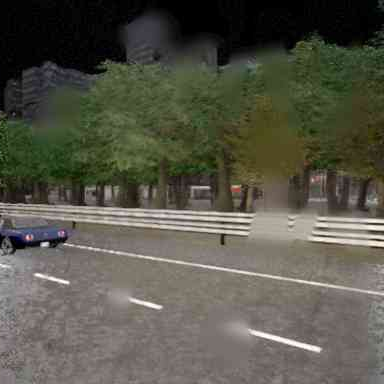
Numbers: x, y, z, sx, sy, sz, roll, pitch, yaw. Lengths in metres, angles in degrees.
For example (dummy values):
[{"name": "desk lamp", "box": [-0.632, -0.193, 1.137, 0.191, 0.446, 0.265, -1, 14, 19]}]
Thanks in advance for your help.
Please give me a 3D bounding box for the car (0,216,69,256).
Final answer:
[{"name": "car", "box": [-7.086, 1.595, 13.233, 4.718, 1.301, 1.895, 0, 0, 36]}]
